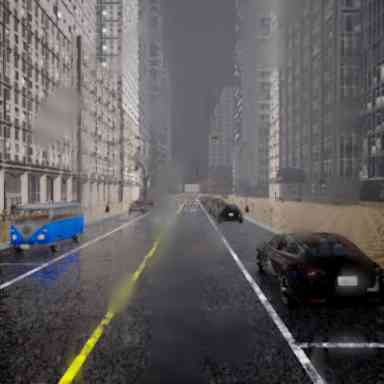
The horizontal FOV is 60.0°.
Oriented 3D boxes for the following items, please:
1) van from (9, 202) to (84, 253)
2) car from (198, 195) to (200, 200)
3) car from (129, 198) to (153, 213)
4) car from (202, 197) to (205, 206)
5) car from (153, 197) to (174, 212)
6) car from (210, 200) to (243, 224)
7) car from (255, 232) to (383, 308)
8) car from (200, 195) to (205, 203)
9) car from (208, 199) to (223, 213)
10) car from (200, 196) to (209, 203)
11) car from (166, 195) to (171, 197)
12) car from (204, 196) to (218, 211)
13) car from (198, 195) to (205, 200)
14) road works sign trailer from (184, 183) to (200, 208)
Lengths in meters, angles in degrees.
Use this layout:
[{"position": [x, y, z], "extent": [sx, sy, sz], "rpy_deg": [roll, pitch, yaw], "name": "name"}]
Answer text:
[{"position": [-5.706, 1.338, 13.446], "extent": [1.690, 1.788, 3.998], "rpy_deg": [-1, 0, 0], "name": "van"}, {"position": [2.661, 1.522, 64.227], "extent": [1.887, 1.381, 4.507], "rpy_deg": [-1, 0, 0], "name": "car"}, {"position": [-5.710, 1.571, 36.012], "extent": [1.802, 1.307, 4.206], "rpy_deg": [-1, 0, 0], "name": "car"}, {"position": [2.668, 1.553, 41.656], "extent": [1.947, 1.339, 4.313], "rpy_deg": [-1, 0, 0], "name": "car"}, {"position": [-3.105, 1.589, 38.483], "extent": [1.895, 1.301, 4.718], "rpy_deg": [0, 0, 0], "name": "car"}, {"position": [2.674, 1.560, 24.728], "extent": [1.947, 1.339, 4.313], "rpy_deg": [-1, 0, 0], "name": "car"}, {"position": [2.679, 1.565, 7.800], "extent": [1.947, 1.339, 4.313], "rpy_deg": [-1, 0, 0], "name": "car"}, {"position": [2.665, 1.549, 52.942], "extent": [1.947, 1.339, 4.313], "rpy_deg": [-1, 0, 0], "name": "car"}, {"position": [2.672, 1.574, 30.371], "extent": [1.802, 1.307, 4.206], "rpy_deg": [-1, 0, 0], "name": "car"}, {"position": [2.659, 1.499, 70.040], "extent": [1.752, 1.417, 4.829], "rpy_deg": [-1, 0, 0], "name": "car"}, {"position": [-5.725, 1.517, 81.142], "extent": [2.008, 1.369, 4.403], "rpy_deg": [-1, 0, 0], "name": "car"}, {"position": [2.669, 1.430, 36.013], "extent": [1.967, 1.590, 4.097], "rpy_deg": [-1, 0, 0], "name": "car"}, {"position": [2.652, 1.504, 92.441], "extent": [1.887, 1.381, 4.507], "rpy_deg": [-1, 0, 0], "name": "car"}, {"position": [-0.015, 0.449, 49.205], "extent": [2.380, 3.560, 2.880], "rpy_deg": [0, 0, 0], "name": "road works sign trailer"}]
